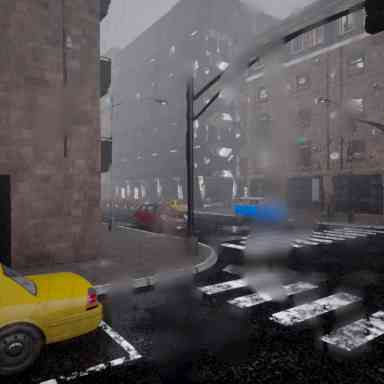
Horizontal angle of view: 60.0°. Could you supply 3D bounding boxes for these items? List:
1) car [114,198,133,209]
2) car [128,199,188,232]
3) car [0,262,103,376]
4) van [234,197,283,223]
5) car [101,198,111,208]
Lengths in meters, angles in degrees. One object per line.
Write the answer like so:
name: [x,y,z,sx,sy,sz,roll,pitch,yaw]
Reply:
car: [-8.415,1.463,43.234,1.887,1.381,4.507,-1,0,-36]
car: [-1.892,1.441,20.003,1.967,1.590,4.097,0,0,-36]
car: [-3.591,1.525,4.003,4.829,1.417,1.752,0,0,-36]
van: [4.898,1.280,24.914,1.690,1.788,3.998,0,0,-36]
car: [-11.743,1.463,47.814,1.887,1.381,4.507,-1,0,-36]
